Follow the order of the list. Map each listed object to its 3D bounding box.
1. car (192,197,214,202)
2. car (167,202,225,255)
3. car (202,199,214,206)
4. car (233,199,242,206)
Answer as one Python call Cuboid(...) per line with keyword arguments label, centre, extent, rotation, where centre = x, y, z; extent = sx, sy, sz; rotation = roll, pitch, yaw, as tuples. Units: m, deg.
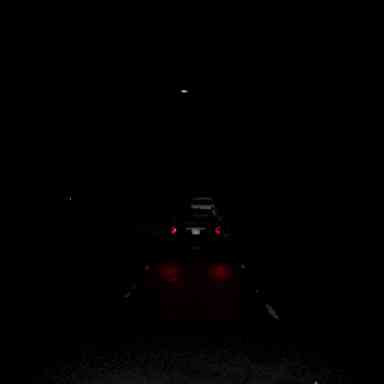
Cuboid(label="car", centre=(0.992, 1.487, 28.876), extent=(2.150, 2.045, 5.566), rotation=(0, 0, 4))
Cuboid(label="car", centre=(0.211, 1.478, 13.992), extent=(2.097, 1.767, 4.553), rotation=(0, -1, 2))
Cuboid(label="car", centre=(3.583, 2.248, 72.624), extent=(1.882, 1.535, 5.008), rotation=(0, -1, 10))
Cuboid(label="car", centre=(10.283, 2.232, 74.474), extent=(1.970, 1.475, 3.806), rotation=(0, -1, 11))
